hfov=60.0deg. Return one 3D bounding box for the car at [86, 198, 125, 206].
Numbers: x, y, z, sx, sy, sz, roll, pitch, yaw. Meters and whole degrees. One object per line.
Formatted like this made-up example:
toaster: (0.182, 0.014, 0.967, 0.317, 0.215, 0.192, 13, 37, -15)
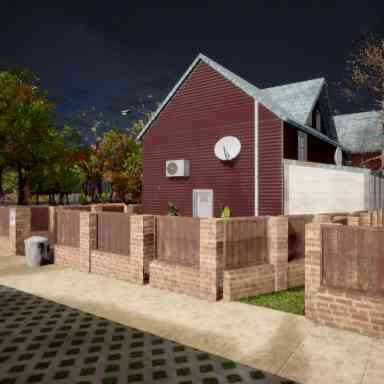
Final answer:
car: (-8.855, 1.438, 33.414, 2.097, 1.767, 4.553, 0, 0, 35)
